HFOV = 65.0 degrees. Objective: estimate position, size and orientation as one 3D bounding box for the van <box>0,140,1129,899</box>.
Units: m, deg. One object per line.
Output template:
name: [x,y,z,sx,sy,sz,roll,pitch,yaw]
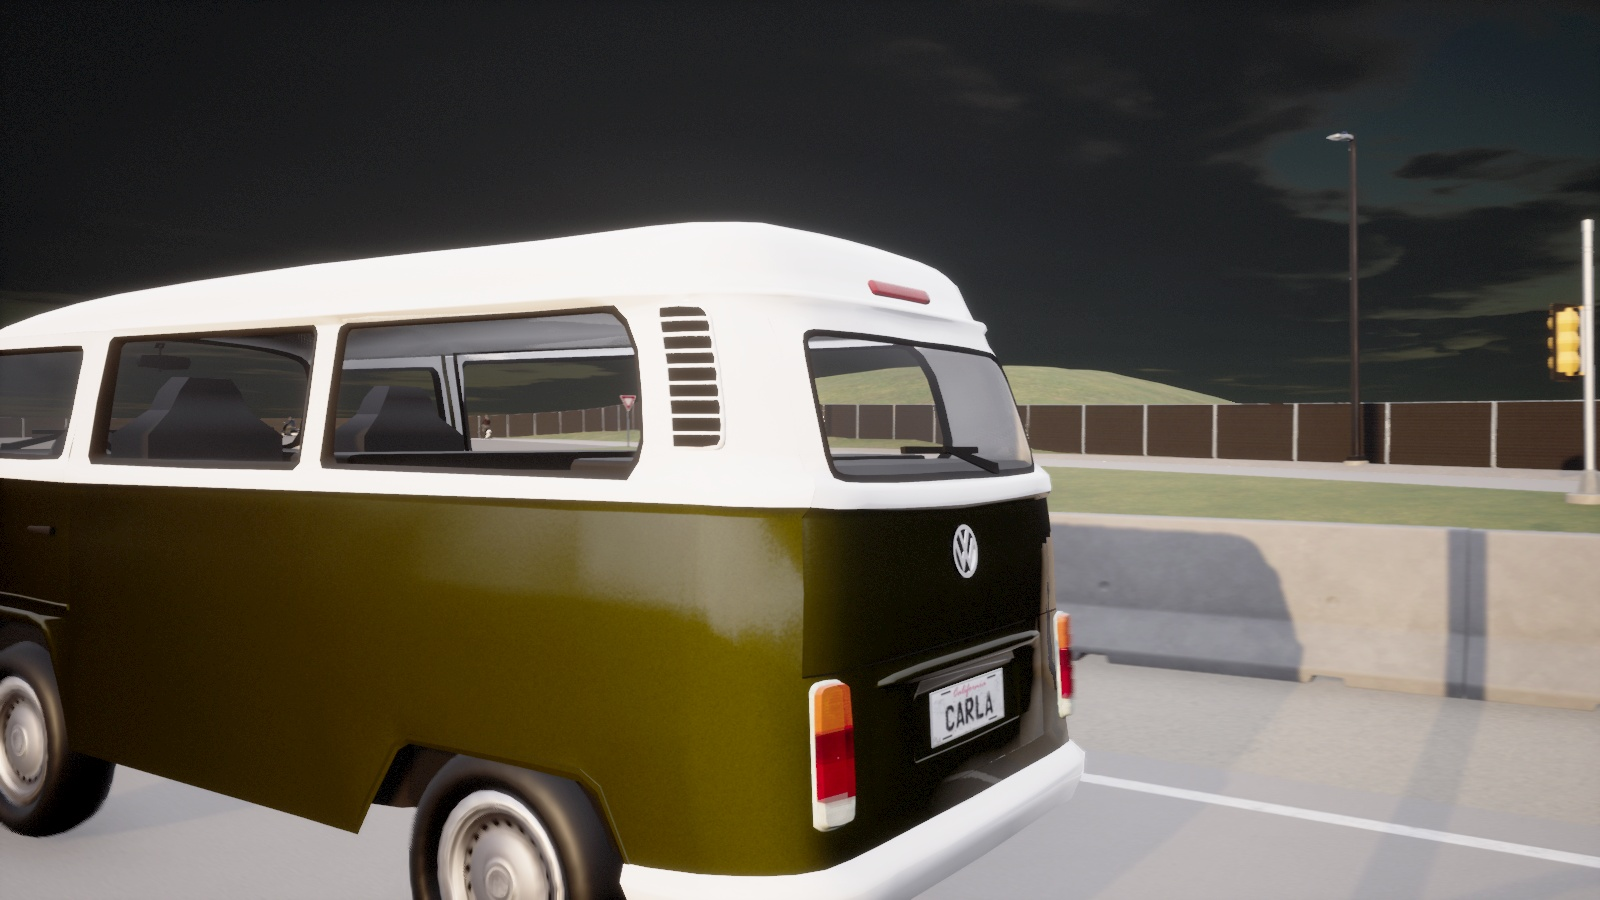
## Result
van: [-1.359,0.406,4.522,4.480,2.038,2.069,0,1,34]
